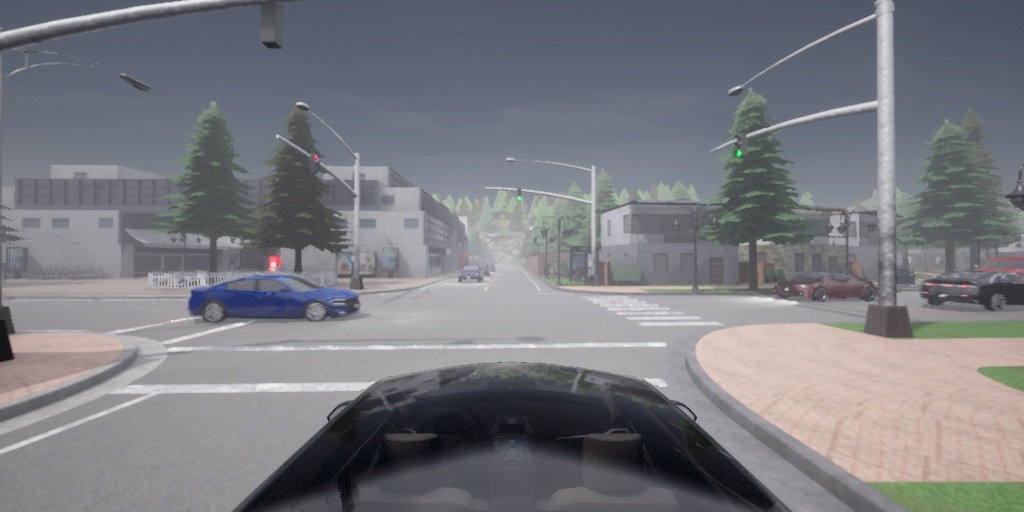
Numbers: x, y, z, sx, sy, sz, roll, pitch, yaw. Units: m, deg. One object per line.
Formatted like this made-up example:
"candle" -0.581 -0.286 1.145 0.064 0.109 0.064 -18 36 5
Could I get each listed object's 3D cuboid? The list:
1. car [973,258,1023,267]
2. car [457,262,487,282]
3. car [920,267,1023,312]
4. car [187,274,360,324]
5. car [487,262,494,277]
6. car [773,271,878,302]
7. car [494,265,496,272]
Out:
"car" 28.864 1.102 20.675 5.566 2.045 2.150 0 -1 -20
"car" -3.546 1.509 31.620 1.812 1.442 4.674 0 0 0
"car" 18.988 1.337 14.255 4.902 1.511 2.128 0 0 -11
"car" -7.724 1.373 11.931 5.008 1.535 1.882 1 0 -3
"car" -3.527 1.551 41.470 2.128 1.511 4.902 0 0 0
"car" 15.072 1.417 17.357 4.181 1.385 1.994 0 0 -7
"car" -3.486 1.646 54.119 2.128 1.511 4.902 0 0 0
